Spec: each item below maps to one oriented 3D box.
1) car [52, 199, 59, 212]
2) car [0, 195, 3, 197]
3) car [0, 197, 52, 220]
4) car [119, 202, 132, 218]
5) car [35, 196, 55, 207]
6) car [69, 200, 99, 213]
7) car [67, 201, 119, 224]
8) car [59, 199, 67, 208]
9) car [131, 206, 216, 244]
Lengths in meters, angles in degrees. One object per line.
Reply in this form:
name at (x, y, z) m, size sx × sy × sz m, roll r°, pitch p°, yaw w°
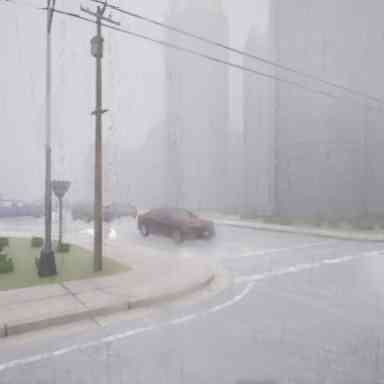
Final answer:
car at (-17.653, 1.379, 39.231) m, size 2.097 × 1.767 × 4.553 m, roll 0°, pitch 0°, yaw -36°
car at (-29.213, 1.320, 48.217) m, size 3.866 × 1.878 × 1.905 m, roll 0°, pitch 0°, yaw -36°
car at (-15.006, 1.492, 28.618) m, size 4.611 × 1.667 × 2.242 m, roll 0°, pitch 0°, yaw -36°
car at (-6.606, 1.609, 30.367) m, size 1.994 × 1.385 × 4.181 m, roll 0°, pitch 0°, yaw -36°
car at (-23.692, 1.516, 53.499) m, size 1.882 × 1.535 × 5.008 m, roll 0°, pitch 0°, yaw -36°
car at (-12.525, 1.644, 38.421) m, size 1.895 × 1.301 × 4.718 m, roll 0°, pitch 0°, yaw -36°
car at (-7.754, 1.509, 25.693) m, size 1.882 × 1.535 × 5.008 m, roll 0°, pitch 0°, yaw -36°
car at (-18.202, 1.605, 46.099) m, size 1.994 × 1.385 × 4.181 m, roll 0°, pitch 0°, yaw -35°
car at (-0.865, 1.512, 16.304) m, size 1.882 × 1.535 × 5.008 m, roll 0°, pitch 0°, yaw -36°
